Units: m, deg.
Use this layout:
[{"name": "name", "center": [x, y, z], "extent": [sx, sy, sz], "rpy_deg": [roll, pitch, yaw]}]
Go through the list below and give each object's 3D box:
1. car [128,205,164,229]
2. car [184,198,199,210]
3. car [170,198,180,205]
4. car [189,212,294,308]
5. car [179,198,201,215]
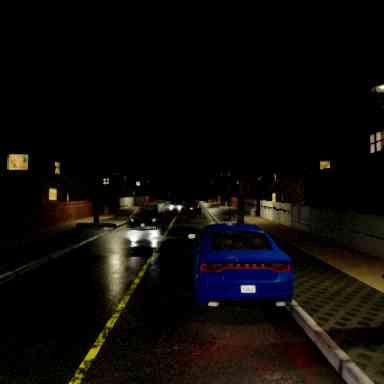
[{"name": "car", "center": [-2.915, 1.574, 22.287], "extent": [2.033, 1.411, 5.357], "rpy_deg": [0, 0, 0]}, {"name": "car", "center": [-0.072, 1.565, 44.656], "extent": [1.837, 1.490, 4.892], "rpy_deg": [0, 0, 0]}, {"name": "car", "center": [-2.921, 1.686, 58.951], "extent": [1.895, 1.301, 4.718], "rpy_deg": [0, 0, 0]}, {"name": "car", "center": [0.940, 1.487, 8.081], "extent": [1.882, 1.535, 5.008], "rpy_deg": [0, 0, 0]}, {"name": "car", "center": [-0.033, 1.609, 34.775], "extent": [1.994, 1.385, 4.181], "rpy_deg": [0, 0, 1]}]
